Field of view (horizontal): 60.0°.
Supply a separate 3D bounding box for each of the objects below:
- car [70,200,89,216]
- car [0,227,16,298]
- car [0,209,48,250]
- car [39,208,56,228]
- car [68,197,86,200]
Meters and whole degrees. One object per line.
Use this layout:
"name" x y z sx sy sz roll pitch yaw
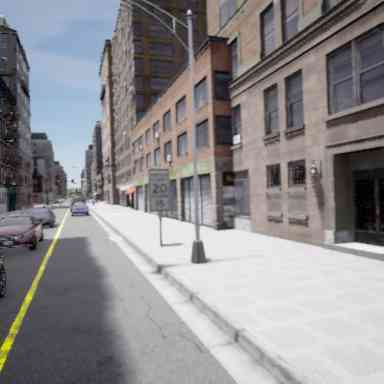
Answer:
"car" -12.654 1.931 37.553 2.033 1.411 5.357 -2 0 -19
"car" -4.703 1.677 5.983 1.812 1.442 4.674 -2 0 -18
"car" -7.974 1.773 15.276 1.812 1.442 4.674 -2 0 -19
"car" -11.255 1.912 24.678 1.994 1.385 4.181 -2 0 -19
"car" -16.247 1.729 47.748 2.150 2.045 5.566 -2 0 -19
